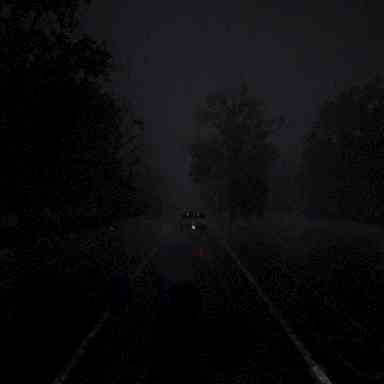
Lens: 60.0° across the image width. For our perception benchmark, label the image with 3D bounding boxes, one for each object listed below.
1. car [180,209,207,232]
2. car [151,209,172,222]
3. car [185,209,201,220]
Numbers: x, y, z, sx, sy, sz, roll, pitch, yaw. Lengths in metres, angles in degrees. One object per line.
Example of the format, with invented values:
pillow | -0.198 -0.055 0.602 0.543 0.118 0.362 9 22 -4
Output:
car | 0.103 2.143 24.427 1.895 1.301 4.718 0 -2 0
car | -3.340 2.561 37.166 1.994 1.385 4.181 0 -2 0
car | 0.103 2.766 41.750 1.895 1.301 4.718 0 -2 0
